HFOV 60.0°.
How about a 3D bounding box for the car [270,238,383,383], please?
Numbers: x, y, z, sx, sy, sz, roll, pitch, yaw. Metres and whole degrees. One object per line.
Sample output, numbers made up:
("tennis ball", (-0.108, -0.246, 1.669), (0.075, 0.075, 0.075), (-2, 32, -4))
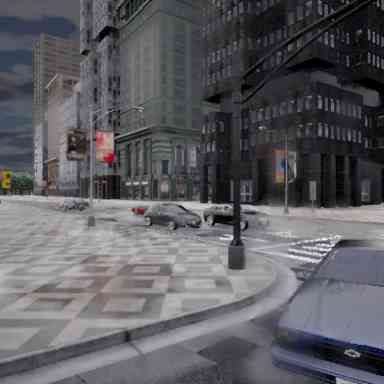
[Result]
("car", (3.056, 1.547, 5.517), (2.033, 1.411, 5.357), (0, 0, 34))

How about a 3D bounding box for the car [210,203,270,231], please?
("car", (2.665, 1.481, 20.705), (2.128, 1.511, 4.902), (0, 0, -35))

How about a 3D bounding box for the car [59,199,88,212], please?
("car", (-13.988, 1.555, 38.520), (1.994, 1.385, 4.181), (0, 0, -35))

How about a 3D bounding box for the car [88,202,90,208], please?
("car", (-15.728, 1.589, 46.665), (1.895, 1.301, 4.718), (0, 0, -35))

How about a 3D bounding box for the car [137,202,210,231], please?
("car", (-1.296, 1.498, 20.664), (1.837, 1.490, 4.892), (0, 0, -35))

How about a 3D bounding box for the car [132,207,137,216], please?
("car", (-3.529, 1.585, 29.399), (1.895, 1.301, 4.718), (0, 0, -35))
